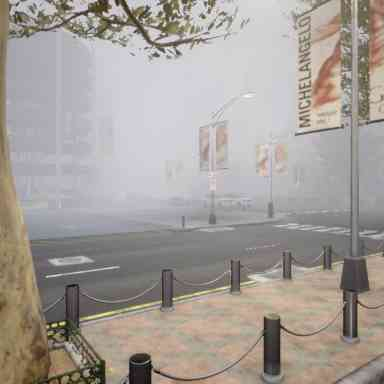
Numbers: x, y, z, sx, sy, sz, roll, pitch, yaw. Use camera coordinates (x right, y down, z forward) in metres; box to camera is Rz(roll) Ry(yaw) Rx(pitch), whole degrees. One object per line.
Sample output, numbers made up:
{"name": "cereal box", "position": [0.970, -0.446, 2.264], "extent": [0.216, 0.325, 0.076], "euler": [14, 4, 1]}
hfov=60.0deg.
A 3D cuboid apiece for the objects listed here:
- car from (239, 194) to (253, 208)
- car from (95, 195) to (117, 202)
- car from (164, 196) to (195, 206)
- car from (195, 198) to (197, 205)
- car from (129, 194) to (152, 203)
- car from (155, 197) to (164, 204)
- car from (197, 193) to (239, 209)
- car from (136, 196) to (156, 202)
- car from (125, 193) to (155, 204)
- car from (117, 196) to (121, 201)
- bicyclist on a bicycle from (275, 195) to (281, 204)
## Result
{"name": "car", "position": [6.417, 1.221, 48.580], "extent": [2.150, 2.045, 5.566], "euler": [0, 0, -35]}
{"name": "car", "position": [-20.492, 1.450, 76.302], "extent": [4.892, 1.490, 1.837], "euler": [0, 0, 12]}
{"name": "car", "position": [-2.156, 1.505, 54.465], "extent": [1.837, 1.490, 4.892], "euler": [0, 0, -37]}
{"name": "car", "position": [0.705, 1.601, 56.505], "extent": [1.895, 1.301, 4.718], "euler": [0, 0, -37]}
{"name": "car", "position": [-11.251, 1.355, 72.586], "extent": [4.553, 1.767, 2.097], "euler": [0, 0, 26]}
{"name": "car", "position": [-6.884, 1.601, 65.015], "extent": [4.718, 1.301, 1.895], "euler": [0, 0, 41]}
{"name": "car", "position": [3.562, 1.221, 46.556], "extent": [2.150, 2.045, 5.566], "euler": [0, 0, -35]}
{"name": "car", "position": [-10.504, 1.552, 76.141], "extent": [4.181, 1.385, 1.994], "euler": [0, 0, 26]}
{"name": "car", "position": [-10.267, 1.221, 63.270], "extent": [5.566, 2.045, 2.150], "euler": [0, 0, 37]}
{"name": "car", "position": [-19.528, 1.418, 79.666], "extent": [5.008, 1.535, 1.882], "euler": [0, 0, 12]}
{"name": "bicyclist on a bicycle", "position": [15.726, 1.300, 60.483], "extent": [1.656, 1.620, 0.582], "euler": [0, 0, -36]}
